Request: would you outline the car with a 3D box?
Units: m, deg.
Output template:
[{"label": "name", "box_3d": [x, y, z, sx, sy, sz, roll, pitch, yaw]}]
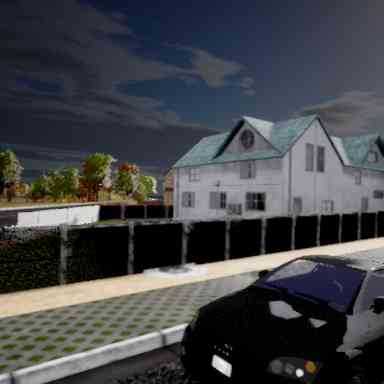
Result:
[{"label": "car", "box_3d": [1.922, 1.620, 4.571, 4.181, 1.385, 1.994, 1, -1, -36]}]
